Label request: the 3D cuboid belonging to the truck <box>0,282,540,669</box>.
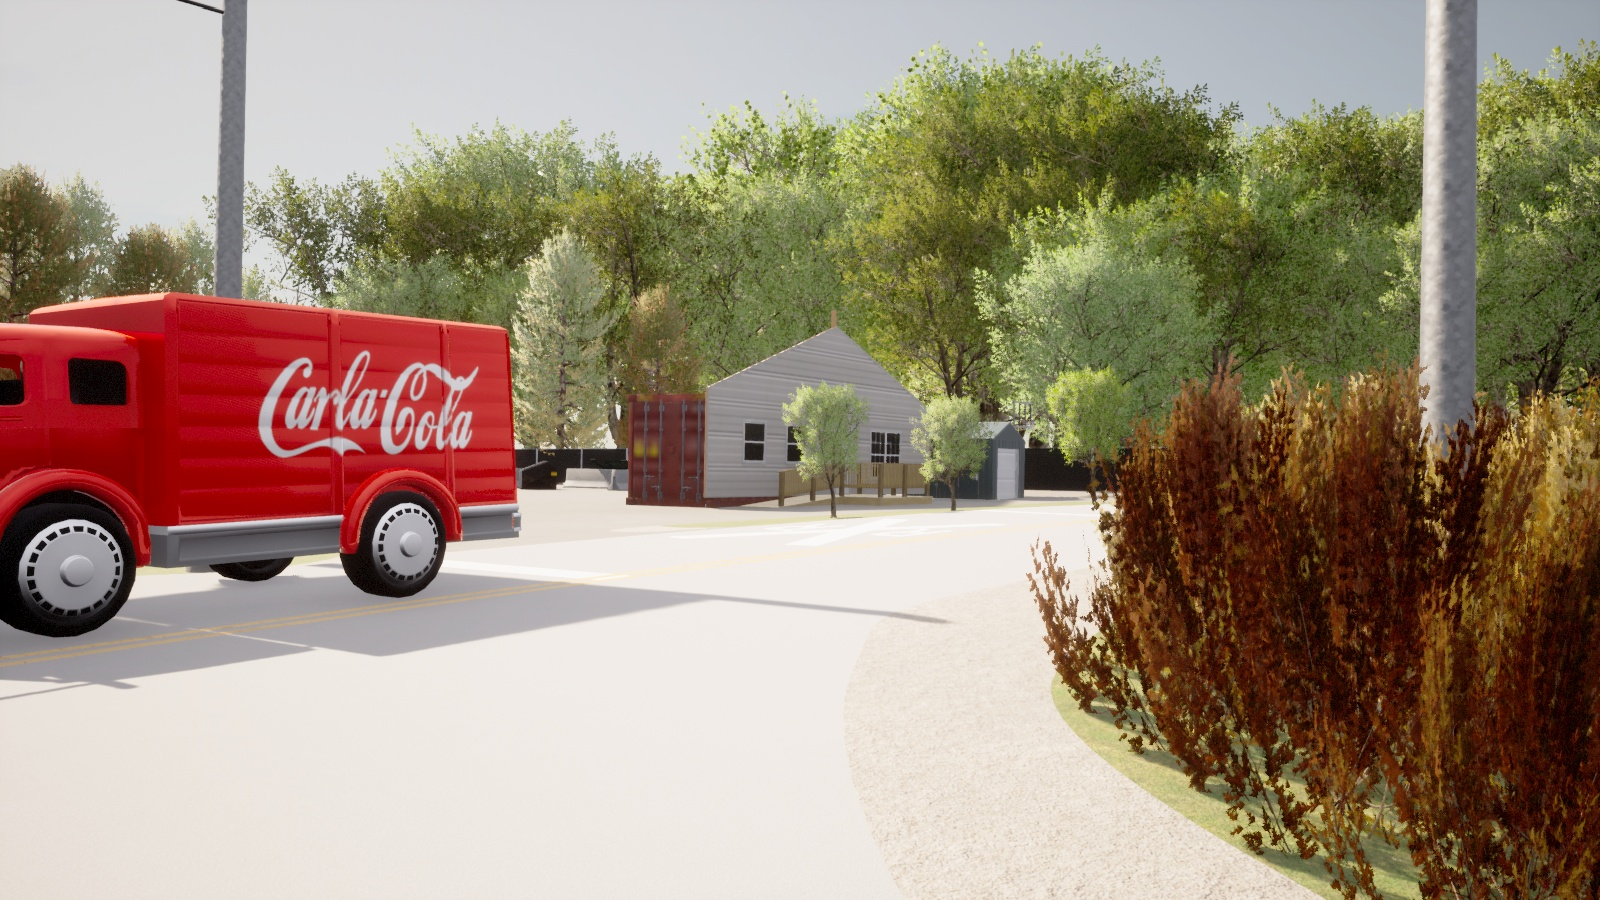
[{"bbox_3d":[-5.028,0.128,10.451,2.627,2.467,5.204,-1,1,34],"label":"truck"}]
